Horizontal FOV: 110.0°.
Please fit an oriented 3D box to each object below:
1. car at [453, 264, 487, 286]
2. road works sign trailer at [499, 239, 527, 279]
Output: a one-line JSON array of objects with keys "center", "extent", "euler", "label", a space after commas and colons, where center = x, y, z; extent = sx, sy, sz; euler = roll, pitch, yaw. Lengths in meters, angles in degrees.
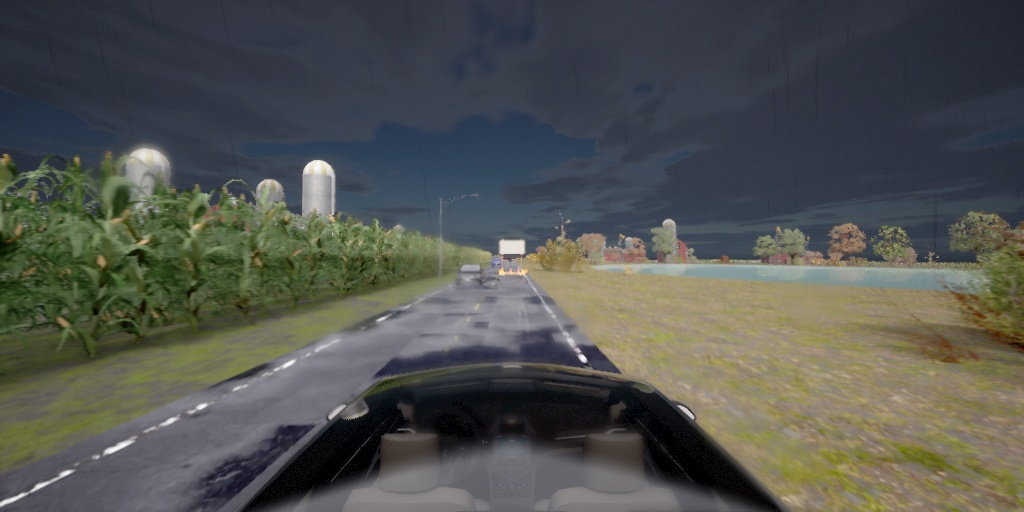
[{"center": [-2.841, 1.288, 25.444], "extent": [1.812, 1.442, 4.674], "euler": [0, 0, 0], "label": "car"}, {"center": [0.007, 0.237, 32.578], "extent": [2.380, 3.560, 2.880], "euler": [0, 0, 0], "label": "road works sign trailer"}]
